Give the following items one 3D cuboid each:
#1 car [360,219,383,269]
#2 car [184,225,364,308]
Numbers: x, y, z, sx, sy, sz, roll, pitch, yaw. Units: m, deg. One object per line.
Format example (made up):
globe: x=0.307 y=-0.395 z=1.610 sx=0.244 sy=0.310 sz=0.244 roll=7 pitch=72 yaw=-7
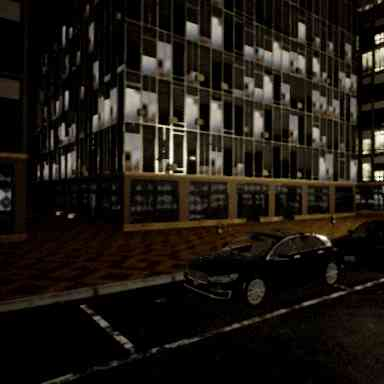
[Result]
car: x=6.498 y=1.617 z=11.187 sx=4.313 sy=1.339 sz=1.947 roll=0 pitch=0 yaw=-35
car: x=1.863 y=1.577 z=7.882 sx=4.403 sy=1.369 sz=2.008 roll=0 pitch=0 yaw=-35
